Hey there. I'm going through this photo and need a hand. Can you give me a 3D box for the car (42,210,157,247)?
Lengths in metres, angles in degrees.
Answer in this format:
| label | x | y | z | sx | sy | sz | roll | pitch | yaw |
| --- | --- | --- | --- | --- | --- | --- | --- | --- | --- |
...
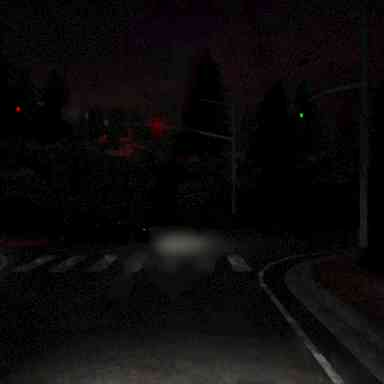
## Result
| label | x | y | z | sx | sy | sz | roll | pitch | yaw |
| --- | --- | --- | --- | --- | --- | --- | --- | --- | --- |
| car | -3.990 | 1.575 | 14.713 | 4.892 | 1.490 | 1.837 | 0 | 0 | 0 |
